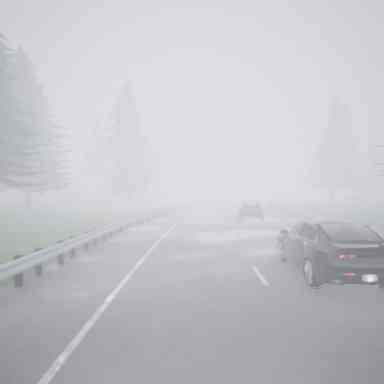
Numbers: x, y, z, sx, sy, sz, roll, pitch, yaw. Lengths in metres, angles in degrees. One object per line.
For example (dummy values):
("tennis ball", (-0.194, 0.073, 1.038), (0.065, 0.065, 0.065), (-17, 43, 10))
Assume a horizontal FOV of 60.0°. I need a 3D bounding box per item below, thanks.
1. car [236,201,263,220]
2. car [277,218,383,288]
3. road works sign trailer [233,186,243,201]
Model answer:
("car", (4.709, 1.444, 27.333), (2.128, 1.511, 4.902), (0, 0, 5))
("car", (3.691, 1.490, 9.176), (1.837, 1.490, 4.892), (0, 0, 2))
("road works sign trailer", (11.645, 0.320, 83.654), (2.380, 3.560, 2.880), (0, 0, 17))
